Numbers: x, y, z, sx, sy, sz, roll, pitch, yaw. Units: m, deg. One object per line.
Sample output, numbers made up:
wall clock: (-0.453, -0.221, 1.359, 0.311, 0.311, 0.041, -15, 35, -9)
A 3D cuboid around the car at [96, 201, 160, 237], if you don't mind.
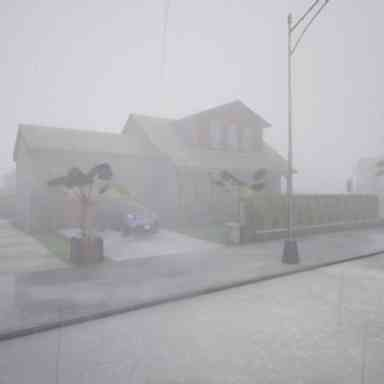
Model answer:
car: (-2.979, 1.151, 15.325, 1.845, 1.501, 3.633, 0, 0, -38)
